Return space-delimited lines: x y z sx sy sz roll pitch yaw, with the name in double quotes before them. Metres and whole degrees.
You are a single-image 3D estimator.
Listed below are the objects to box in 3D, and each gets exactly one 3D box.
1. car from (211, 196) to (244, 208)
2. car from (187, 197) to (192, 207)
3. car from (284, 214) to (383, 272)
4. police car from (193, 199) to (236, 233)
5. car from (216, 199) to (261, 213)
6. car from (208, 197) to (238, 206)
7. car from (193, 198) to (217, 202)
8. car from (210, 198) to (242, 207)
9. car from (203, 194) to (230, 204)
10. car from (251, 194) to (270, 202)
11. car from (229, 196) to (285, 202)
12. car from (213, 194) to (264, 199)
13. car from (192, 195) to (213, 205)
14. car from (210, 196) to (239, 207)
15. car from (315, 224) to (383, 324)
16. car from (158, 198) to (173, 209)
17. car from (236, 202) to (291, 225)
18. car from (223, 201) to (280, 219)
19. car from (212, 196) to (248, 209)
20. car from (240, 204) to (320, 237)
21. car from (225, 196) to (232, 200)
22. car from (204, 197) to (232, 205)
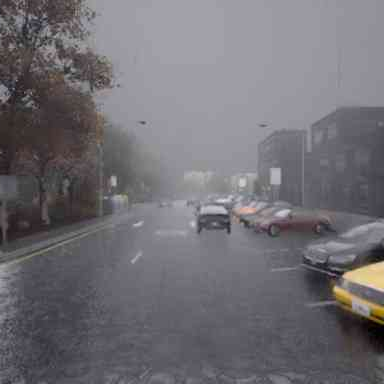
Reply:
"car" 5.492 1.539 51.144 4.553 1.767 2.185 1 -1 -20
"car" 0.179 1.559 55.895 2.097 1.767 4.553 0 0 0
"car" 5.323 1.508 9.124 4.892 1.521 2.231 1 0 -20
"police car" 1.203 1.472 19.967 1.930 1.638 5.238 0 0 0
"car" 5.424 1.633 39.127 4.792 1.488 2.163 1 0 -20
"car" 5.559 1.718 60.163 5.008 1.535 2.097 1 -1 -20
"car" 1.247 1.585 29.857 1.837 1.490 4.892 0 0 0
"car" 5.540 1.722 54.152 4.674 1.452 2.002 1 0 -20
"car" 5.628 1.559 75.202 5.566 2.045 2.435 1 -1 -20
"car" 18.643 1.668 91.153 2.435 2.045 5.566 0 0 -21
"car" 5.400 1.421 24.137 4.553 1.767 2.185 1 0 -20
"car" 5.407 1.326 33.113 5.566 2.045 2.435 1 0 -20
"car" 1.277 1.454 35.828 2.097 1.767 4.553 0 0 0
"car" 5.588 1.575 57.161 4.553 1.767 2.185 1 0 -20
"car" 5.137 1.494 6.060 5.366 1.575 1.946 1 0 -20
"car" -3.933 1.662 49.951 2.128 1.511 4.902 0 0 0
"car" 5.326 1.566 21.117 4.792 1.488 2.163 1 0 -20
"car" 5.396 1.606 30.134 4.674 1.452 2.002 1 -1 -20
"car" 5.475 1.522 48.143 4.553 1.767 2.185 1 -1 -20
"car" 5.343 1.569 18.125 4.674 1.452 2.002 1 0 -20
"car" 5.416 1.430 27.138 4.553 1.767 2.185 1 0 -20
"car" 5.419 1.768 69.108 5.366 1.575 1.946 1 0 -20
